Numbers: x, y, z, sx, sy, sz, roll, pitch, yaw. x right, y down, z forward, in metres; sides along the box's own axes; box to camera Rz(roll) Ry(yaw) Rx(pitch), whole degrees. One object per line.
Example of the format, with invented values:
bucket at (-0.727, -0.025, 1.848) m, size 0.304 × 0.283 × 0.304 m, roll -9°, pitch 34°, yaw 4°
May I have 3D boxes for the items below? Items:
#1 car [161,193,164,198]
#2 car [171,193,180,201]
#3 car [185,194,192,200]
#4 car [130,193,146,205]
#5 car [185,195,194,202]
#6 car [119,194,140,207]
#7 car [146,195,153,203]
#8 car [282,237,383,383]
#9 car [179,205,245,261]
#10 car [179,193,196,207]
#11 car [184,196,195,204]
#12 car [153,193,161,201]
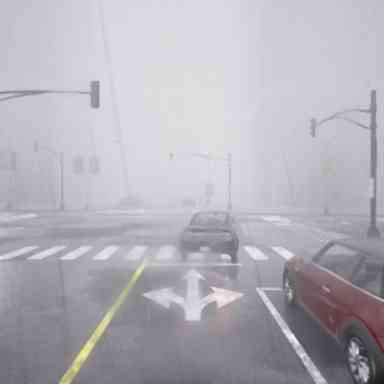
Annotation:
car at (-9.087, 1.072, 84.550) m, size 2.192 × 1.841 × 5.009 m, roll 0°, pitch 0°, yaw 0°
car at (-3.287, 1.365, 73.208) m, size 1.895 × 1.301 × 4.718 m, roll 0°, pitch 0°, yaw 0°
car at (-0.977, 1.226, 90.264) m, size 1.882 × 1.535 × 5.008 m, roll 0°, pitch 0°, yaw 0°
car at (-8.990, 1.123, 51.994) m, size 2.192 × 1.841 × 5.009 m, roll 0°, pitch 0°, yaw 0°
car at (-0.512, 1.323, 68.290) m, size 1.887 × 1.381 × 4.507 m, roll 0°, pitch 0°, yaw 0°
car at (-8.973, 1.384, 46.568) m, size 1.947 × 1.339 × 4.313 m, roll 0°, pitch 0°, yaw 0°
car at (-9.021, 1.314, 62.676) m, size 1.752 × 1.417 × 4.829 m, roll 0°, pitch 0°, yaw 0°
car at (2.778, 1.418, 5.186) m, size 1.967 × 1.590 × 4.097 m, roll 0°, pitch 0°, yaw 0°
car at (0.844, 1.443, 12.096) m, size 2.128 × 1.511 × 4.902 m, roll 0°, pitch 0°, yaw 11°
car at (-0.448, 1.257, 46.591) m, size 1.967 × 1.590 × 4.097 m, roll 0°, pitch 0°, yaw 0°
car at (-0.480, 1.379, 57.440) m, size 1.802 × 1.307 × 4.206 m, roll 0°, pitch 0°, yaw 0°
car at (-9.070, 1.346, 79.124) m, size 1.802 × 1.307 × 4.206 m, roll 0°, pitch 0°, yaw 0°
